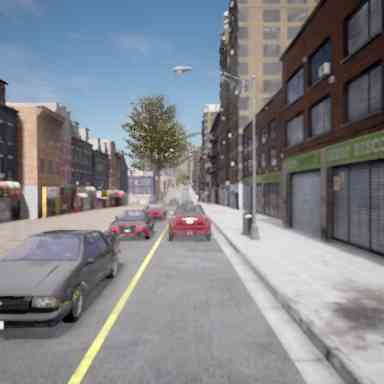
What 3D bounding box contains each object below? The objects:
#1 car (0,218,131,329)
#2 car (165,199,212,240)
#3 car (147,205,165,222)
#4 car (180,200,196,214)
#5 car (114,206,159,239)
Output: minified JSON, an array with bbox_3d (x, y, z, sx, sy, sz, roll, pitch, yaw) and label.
[{"bbox_3d":[-2.932,1.586,7.551,2.033,1.411,5.357,0,0,-1],"label":"car"},{"bbox_3d":[-0.133,1.425,17.758,2.097,1.767,4.553,0,0,-1],"label":"car"},{"bbox_3d":[-3.187,1.757,28.265,1.895,1.301,4.718,0,0,0],"label":"car"},{"bbox_3d":[-0.464,1.748,40.462,1.837,1.490,4.892,0,-1,-1],"label":"car"},{"bbox_3d":[-3.077,1.654,17.675,1.994,1.385,4.181,0,0,-1],"label":"car"}]
